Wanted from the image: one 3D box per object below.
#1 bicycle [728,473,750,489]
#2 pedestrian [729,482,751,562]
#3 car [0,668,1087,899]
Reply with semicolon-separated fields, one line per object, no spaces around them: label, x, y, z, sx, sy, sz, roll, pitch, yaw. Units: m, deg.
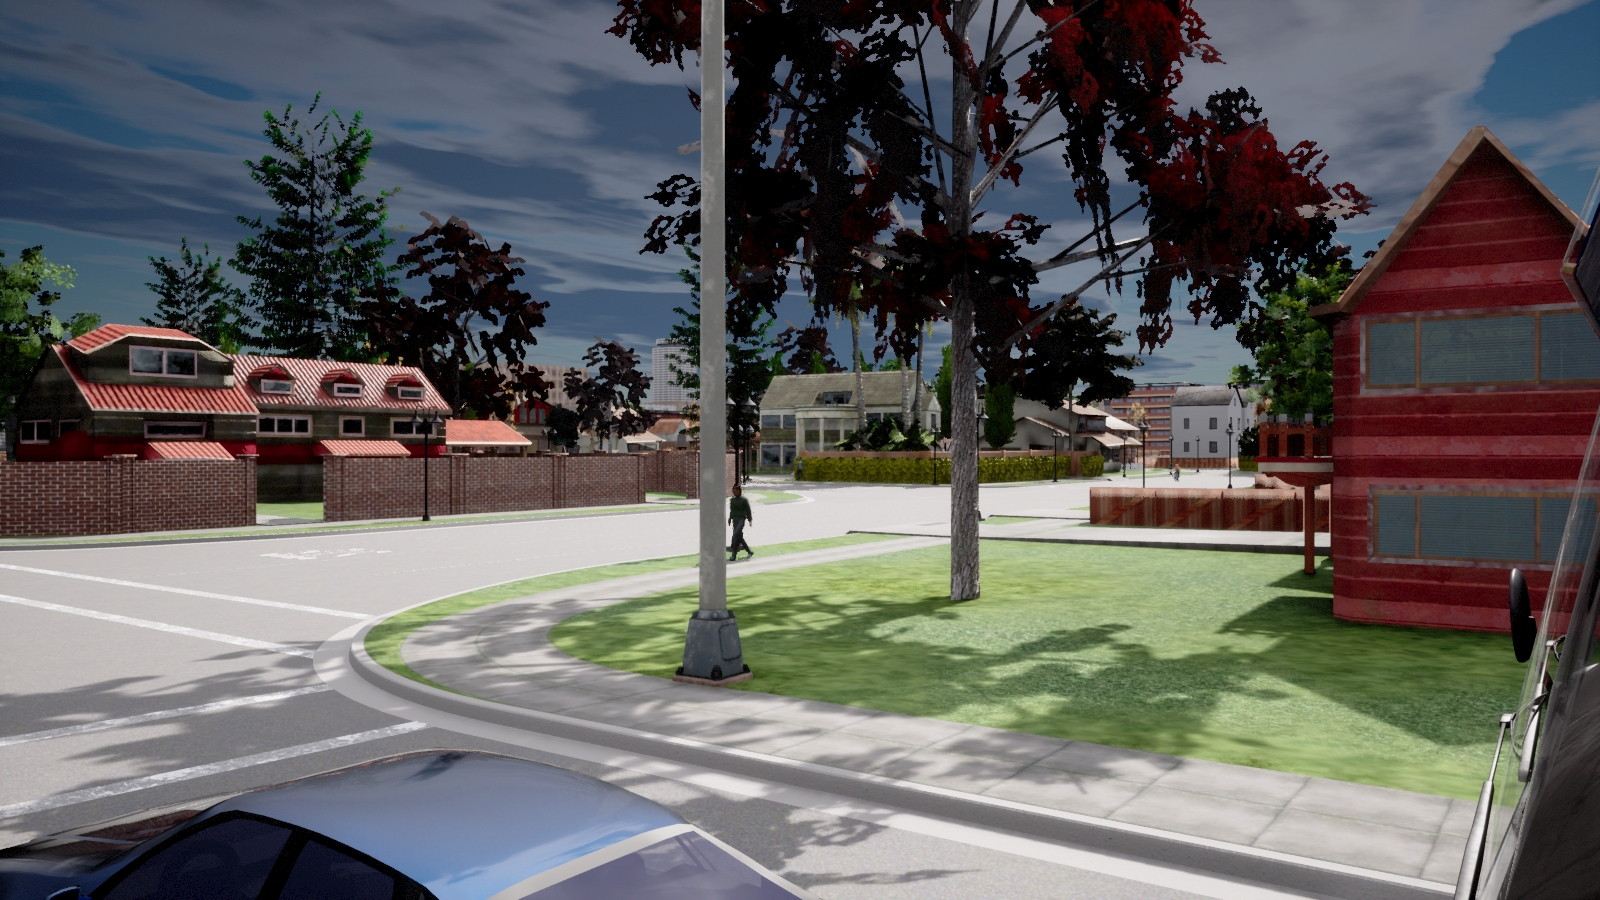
bicycle;-4.379;2.256;82.627;0.859;1.080;1.487;0;0;34
pedestrian;-1.423;1.704;27.227;0.375;1.860;0.375;0;0;35
car;-1.713;2.106;4.943;5.357;1.411;2.033;0;0;36
